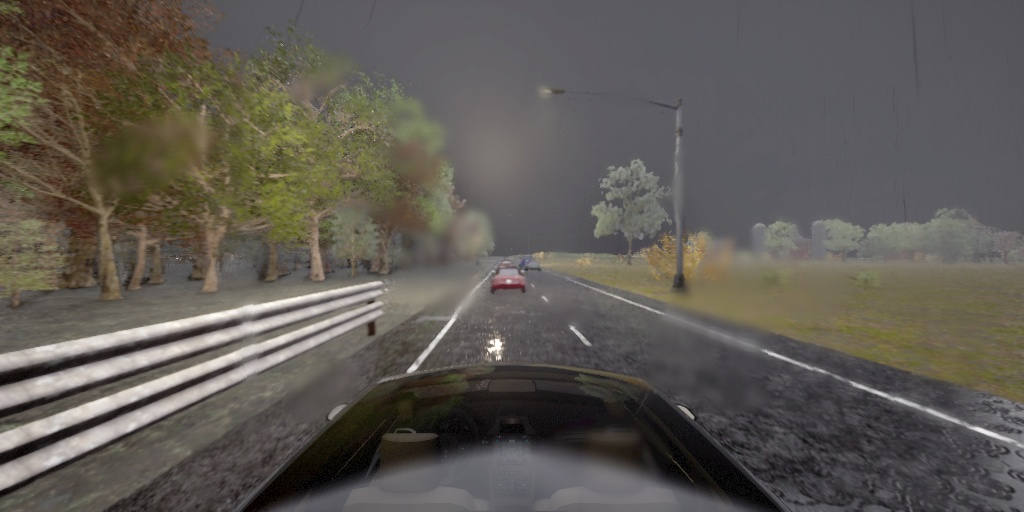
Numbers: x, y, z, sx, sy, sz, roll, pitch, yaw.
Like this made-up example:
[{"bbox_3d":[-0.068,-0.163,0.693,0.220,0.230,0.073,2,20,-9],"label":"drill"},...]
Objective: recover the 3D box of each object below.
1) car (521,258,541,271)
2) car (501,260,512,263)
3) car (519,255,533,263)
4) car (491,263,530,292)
[{"bbox_3d":[2.691,1.286,47.330,1.994,1.385,4.181,0,0,-1],"label":"car"},{"bbox_3d":[-0.705,1.264,46.781,1.812,1.442,4.674,0,0,-1],"label":"car"},{"bbox_3d":[2.452,0.937,60.017,2.150,2.045,5.566,0,0,-1],"label":"car"},{"bbox_3d":[-0.197,1.314,21.155,1.994,1.385,4.181,0,0,-1],"label":"car"}]
